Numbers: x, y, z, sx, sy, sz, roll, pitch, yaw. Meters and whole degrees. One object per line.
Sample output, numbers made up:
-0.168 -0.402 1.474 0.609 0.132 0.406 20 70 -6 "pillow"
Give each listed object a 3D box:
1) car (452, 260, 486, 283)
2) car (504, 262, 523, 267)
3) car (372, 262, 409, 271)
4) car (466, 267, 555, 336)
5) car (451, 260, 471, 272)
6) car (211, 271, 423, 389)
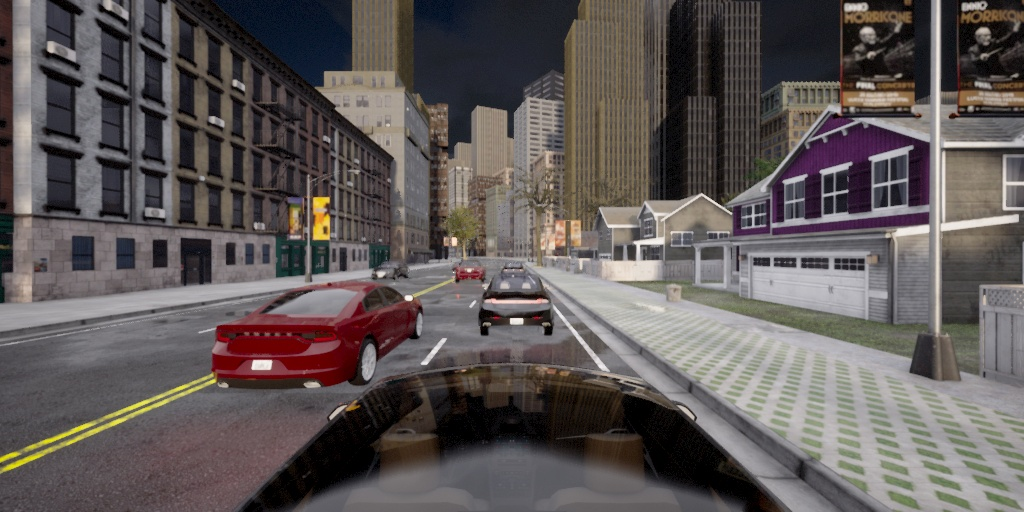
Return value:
-3.124 1.076 27.815 2.097 1.767 4.553 0 0 -2 "car"
0.115 1.215 27.800 2.128 1.511 4.902 0 0 0 "car"
-9.830 1.213 29.281 2.128 1.511 4.902 0 0 0 "car"
0.106 1.235 10.381 2.128 1.511 4.902 0 0 0 "car"
-6.553 1.256 46.424 1.994 1.385 4.181 0 0 0 "car"
-3.148 1.224 7.005 1.882 1.535 5.008 0 0 0 "car"
